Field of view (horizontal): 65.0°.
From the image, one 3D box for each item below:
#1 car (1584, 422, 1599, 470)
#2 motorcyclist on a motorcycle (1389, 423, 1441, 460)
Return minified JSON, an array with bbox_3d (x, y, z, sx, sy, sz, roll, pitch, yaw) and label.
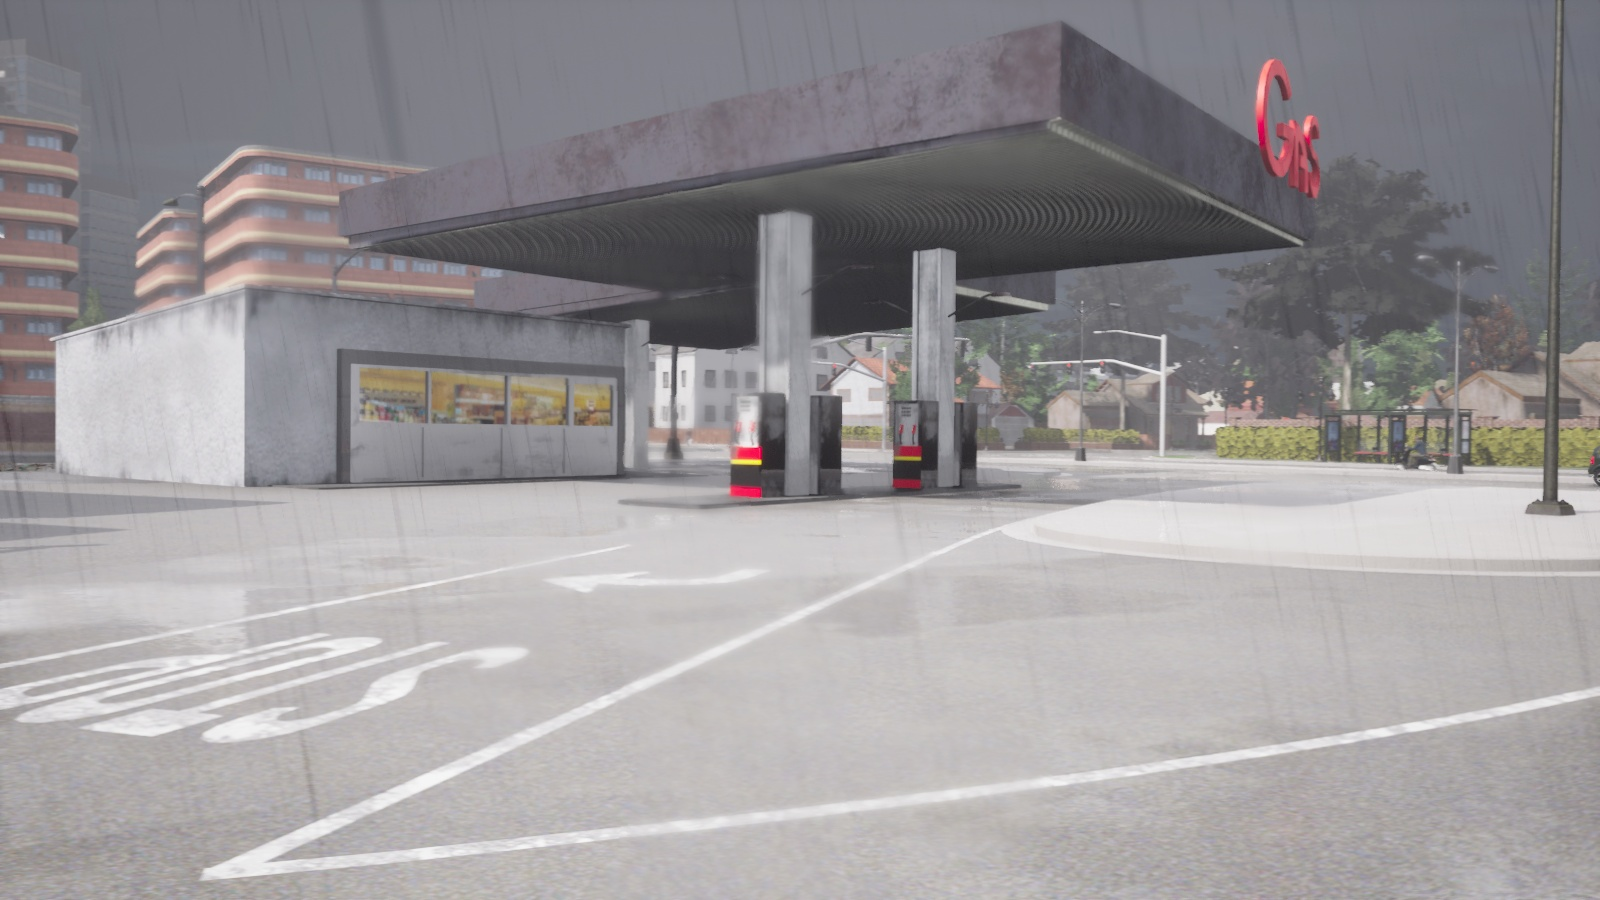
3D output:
[{"bbox_3d":[27.226,-0.130,39.750,1.789,1.549,3.705,-1,1,-35],"label":"car"},{"bbox_3d":[26.638,-0.371,54.421,0.866,1.590,1.817,-1,1,-35],"label":"motorcyclist on a motorcycle"}]
